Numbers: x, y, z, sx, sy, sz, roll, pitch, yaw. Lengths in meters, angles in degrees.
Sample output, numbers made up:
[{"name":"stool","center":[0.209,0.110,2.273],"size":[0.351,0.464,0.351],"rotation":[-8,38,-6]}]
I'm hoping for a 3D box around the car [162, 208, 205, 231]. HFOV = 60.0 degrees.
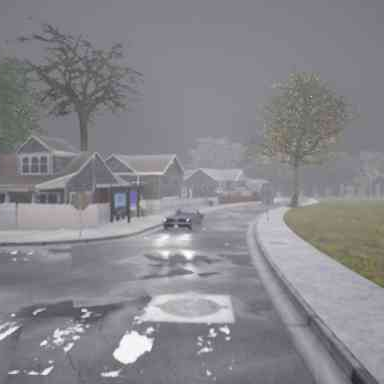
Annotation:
[{"name":"car","center":[-0.477,1.773,22.205],"size":[1.895,1.301,4.718],"rotation":[0,0,13]}]
